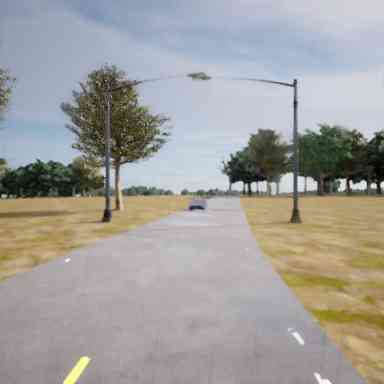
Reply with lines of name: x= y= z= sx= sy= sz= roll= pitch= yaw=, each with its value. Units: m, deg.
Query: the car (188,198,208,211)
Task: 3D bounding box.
car: x=0.771 y=1.422 z=38.330 sx=2.033 sy=1.411 sz=5.357 roll=0 pitch=0 yaw=7
